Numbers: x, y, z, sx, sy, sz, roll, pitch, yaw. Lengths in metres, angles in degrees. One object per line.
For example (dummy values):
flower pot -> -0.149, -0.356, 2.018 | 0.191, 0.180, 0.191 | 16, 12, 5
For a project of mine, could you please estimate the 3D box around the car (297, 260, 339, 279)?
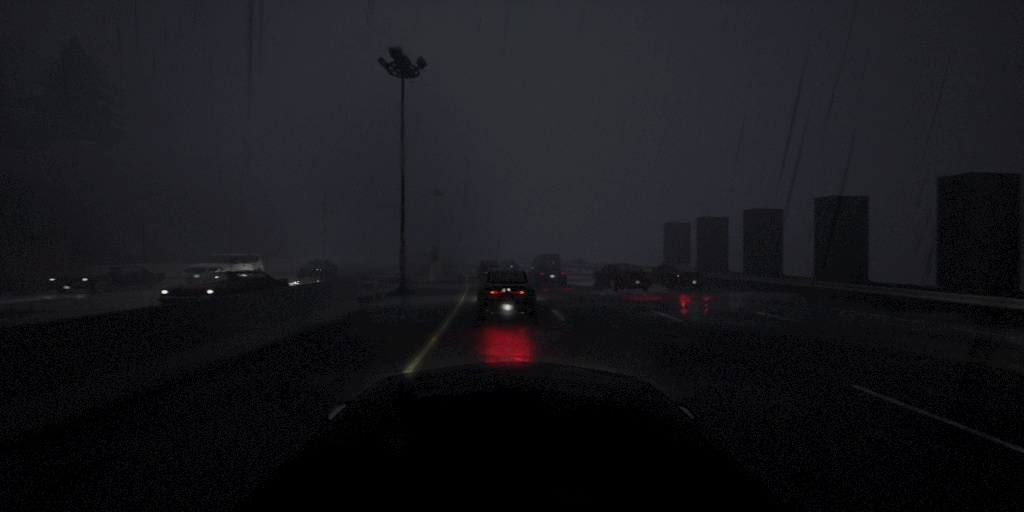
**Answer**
car -> -16.138, 1.056, 30.038 | 1.882, 1.535, 5.008 | 0, 0, -9

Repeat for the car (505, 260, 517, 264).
car -> -0.458, 1.110, 41.520 | 1.994, 1.385, 4.181 | 0, 0, -12

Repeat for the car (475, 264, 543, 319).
car -> -0.228, 1.199, 12.596 | 1.837, 1.490, 4.892 | 0, 0, -3

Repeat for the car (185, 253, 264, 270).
car -> -18.898, 0.827, 23.875 | 2.150, 2.045, 5.566 | 0, 0, -7

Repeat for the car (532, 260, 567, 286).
car -> 2.313, 1.204, 24.169 | 1.994, 1.385, 4.181 | 0, 0, -6

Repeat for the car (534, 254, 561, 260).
car -> 3.692, 0.789, 38.693 | 2.150, 2.045, 5.566 | 0, 0, -10

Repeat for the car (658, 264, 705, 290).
car -> 9.634, 1.191, 21.641 | 1.812, 1.442, 4.674 | 0, 0, -5

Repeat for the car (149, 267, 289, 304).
car -> -11.008, 1.268, 14.145 | 1.895, 1.301, 4.718 | 0, 0, -4

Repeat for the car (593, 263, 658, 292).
car -> 6.174, 1.142, 20.680 | 1.882, 1.535, 5.008 | 0, 1, -5

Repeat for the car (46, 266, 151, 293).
car -> -21.987, 1.220, 19.733 | 1.895, 1.301, 4.718 | 0, 0, -6

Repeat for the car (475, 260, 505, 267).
car -> -2.029, 1.105, 30.492 | 1.837, 1.490, 4.892 | 0, 0, -8
